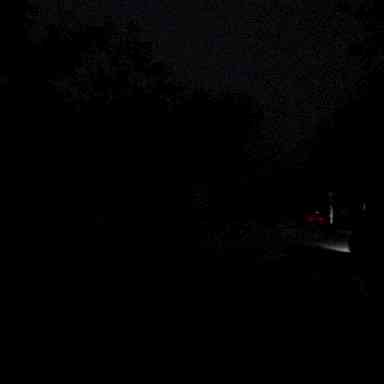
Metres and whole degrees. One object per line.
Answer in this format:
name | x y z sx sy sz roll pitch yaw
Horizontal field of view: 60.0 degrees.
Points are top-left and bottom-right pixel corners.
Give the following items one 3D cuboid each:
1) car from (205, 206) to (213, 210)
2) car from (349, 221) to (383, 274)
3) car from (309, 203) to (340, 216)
car | 3.915 3.977 76.330 2.128 1.511 4.902 0 -5 4
car | 6.432 1.610 10.521 1.994 1.385 4.181 -1 -1 13
car | 14.789 1.895 36.972 1.895 1.301 4.718 -1 -1 42
